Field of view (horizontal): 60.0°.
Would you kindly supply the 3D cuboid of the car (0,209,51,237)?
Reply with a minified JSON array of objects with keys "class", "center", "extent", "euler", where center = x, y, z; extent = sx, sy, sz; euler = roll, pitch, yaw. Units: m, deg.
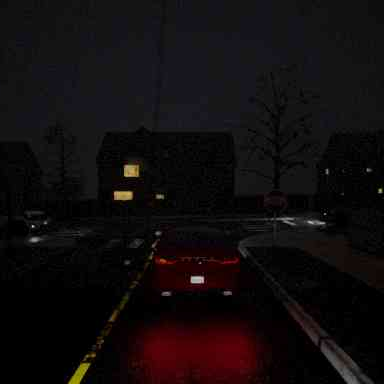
[{"class":"car","center":[-11.044,1.458,18.880],"extent":[5.566,2.045,2.150],"euler":[-1,1,2]}]

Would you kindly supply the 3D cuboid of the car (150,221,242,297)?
[{"class":"car","center":[0.038,1.478,8.644],"extent":[1.882,1.535,5.008],"euler":[0,0,-1]}]

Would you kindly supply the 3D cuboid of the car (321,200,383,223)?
[{"class":"car","center":[10.798,1.241,21.977],"extent":[4.181,1.385,1.994],"euler":[-1,1,1]}]
